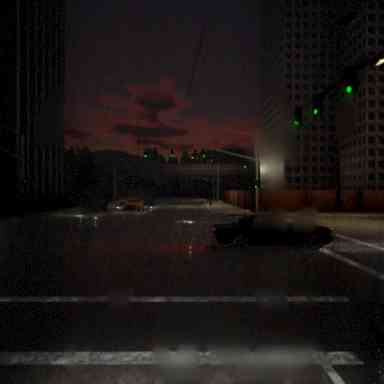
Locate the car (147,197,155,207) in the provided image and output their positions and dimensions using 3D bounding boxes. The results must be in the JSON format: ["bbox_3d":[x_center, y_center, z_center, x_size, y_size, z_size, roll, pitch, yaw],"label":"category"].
[{"bbox_3d":[-7.198,1.608,54.364,1.812,1.442,4.674,0,0,0],"label":"car"}]

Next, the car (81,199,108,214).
[{"bbox_3d":[-10.676,1.533,36.576,1.882,1.535,5.008,0,0,0],"label":"car"}]

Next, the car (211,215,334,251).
[{"bbox_3d":[3.202,1.622,13.682,4.718,1.301,1.895,0,0,-1],"label":"car"}]

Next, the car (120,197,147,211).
[{"bbox_3d":[-7.178,1.540,41.320,1.882,1.535,5.008,0,0,0],"label":"car"}]

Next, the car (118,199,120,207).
[{"bbox_3d":[-10.699,1.559,53.825,1.882,1.535,5.008,0,0,0],"label":"car"}]
